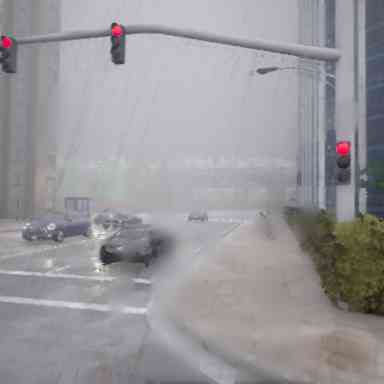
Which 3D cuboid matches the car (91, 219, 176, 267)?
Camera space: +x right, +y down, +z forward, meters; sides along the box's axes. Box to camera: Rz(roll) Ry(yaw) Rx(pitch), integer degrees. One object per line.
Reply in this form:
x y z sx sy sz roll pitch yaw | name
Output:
-2.001 1.996 13.319 1.994 1.385 4.181 0 -2 12 | car

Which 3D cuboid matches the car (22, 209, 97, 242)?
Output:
-7.941 1.936 19.958 2.097 1.767 4.553 0 -2 13 | car

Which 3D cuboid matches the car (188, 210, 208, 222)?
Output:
0.828 3.002 42.343 1.994 1.385 4.181 0 -2 13 | car

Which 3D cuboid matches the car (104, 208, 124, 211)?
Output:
-8.277 2.415 34.409 2.097 1.767 4.553 0 -2 13 | car

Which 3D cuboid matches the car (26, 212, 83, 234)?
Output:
-10.326 2.299 25.343 1.994 1.385 4.181 0 -2 12 | car

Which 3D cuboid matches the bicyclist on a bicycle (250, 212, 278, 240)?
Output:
4.291 2.024 19.769 1.656 1.620 0.582 0 -2 13 | bicyclist on a bicycle

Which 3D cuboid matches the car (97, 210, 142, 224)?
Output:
-5.982 2.501 28.713 1.895 1.301 4.718 0 -2 12 | car
